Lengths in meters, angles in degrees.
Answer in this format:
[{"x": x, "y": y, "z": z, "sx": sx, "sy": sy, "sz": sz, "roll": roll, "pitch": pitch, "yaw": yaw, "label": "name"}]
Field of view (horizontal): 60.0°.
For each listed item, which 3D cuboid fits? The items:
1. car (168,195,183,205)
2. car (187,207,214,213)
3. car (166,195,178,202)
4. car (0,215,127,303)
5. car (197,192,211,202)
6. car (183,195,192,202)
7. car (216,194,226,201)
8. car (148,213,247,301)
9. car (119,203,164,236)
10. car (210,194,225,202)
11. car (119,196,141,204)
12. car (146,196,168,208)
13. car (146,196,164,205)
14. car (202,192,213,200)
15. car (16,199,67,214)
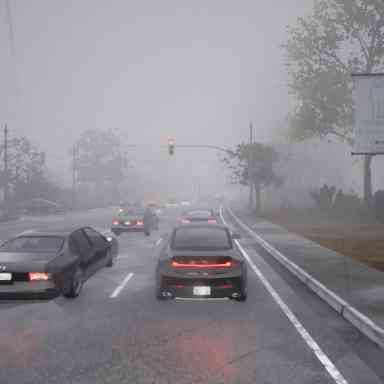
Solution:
[{"x": -3.335, "y": 1.561, "z": 60.315, "sx": 1.994, "sy": 1.385, "sz": 4.181, "roll": 0, "pitch": 0, "yaw": 7, "label": "car"}, {"x": 0.460, "y": 1.525, "z": 17.573, "sx": 1.812, "sy": 1.442, "sz": 4.674, "roll": 0, "pitch": 0, "yaw": 4, "label": "car"}, {"x": -4.631, "y": 1.518, "z": 76.215, "sx": 1.812, "sy": 1.442, "sz": 4.674, "roll": 0, "pitch": 0, "yaw": 9, "label": "car"}, {"x": -3.297, "y": 1.547, "z": 8.408, "sx": 2.033, "sy": 1.411, "sz": 5.357, "roll": 0, "pitch": 0, "yaw": 1, "label": "car"}, {"x": 2.386, "y": 1.346, "z": 75.775, "sx": 2.097, "sy": 1.767, "sz": 4.553, "roll": 0, "pitch": 0, "yaw": 9, "label": "car"}, {"x": -1.270, "y": 1.521, "z": 75.056, "sx": 2.128, "sy": 1.511, "sz": 4.902, "roll": 0, "pitch": 0, "yaw": 9, "label": "car"}, {"x": 7.533, "y": 1.390, "z": 85.435, "sx": 2.128, "sy": 1.511, "sz": 4.902, "roll": 0, "pitch": 0, "yaw": 10, "label": "car"}, {"x": 0.214, "y": 1.504, "z": 8.326, "sx": 1.837, "sy": 1.490, "sz": 4.892, "roll": 0, "pitch": 0, "yaw": 1, "label": "car"}, {"x": -3.014, "y": 1.547, "z": 18.475, "sx": 2.033, "sy": 1.411, "sz": 5.357, "roll": 0, "pitch": 0, "yaw": 2, "label": "car"}, {"x": 5.855, "y": 1.516, "z": 75.310, "sx": 1.812, "sy": 1.442, "sz": 4.674, "roll": 0, "pitch": 0, "yaw": 9, "label": "car"}, {"x": -8.442, "y": 1.351, "z": 45.622, "sx": 2.097, "sy": 1.767, "sz": 4.553, "roll": 0, "pitch": 0, "yaw": 6, "label": "car"}, {"x": -4.945, "y": 1.476, "z": 45.462, "sx": 1.882, "sy": 1.535, "sz": 5.008, "roll": 0, "pitch": 0, "yaw": 5, "label": "car"}, {"x": -6.749, "y": 1.490, "z": 61.179, "sx": 2.128, "sy": 1.511, "sz": 4.902, "roll": 0, "pitch": 0, "yaw": 7, "label": "car"}, {"x": 4.017, "y": 1.072, "z": 85.652, "sx": 2.150, "sy": 2.045, "sz": 5.566, "roll": 0, "pitch": 0, "yaw": 10, "label": "car"}, {"x": -15.361, "y": 1.502, "z": 34.048, "sx": 4.892, "sy": 1.490, "sz": 1.837, "roll": 0, "pitch": 0, "yaw": 3, "label": "car"}]
